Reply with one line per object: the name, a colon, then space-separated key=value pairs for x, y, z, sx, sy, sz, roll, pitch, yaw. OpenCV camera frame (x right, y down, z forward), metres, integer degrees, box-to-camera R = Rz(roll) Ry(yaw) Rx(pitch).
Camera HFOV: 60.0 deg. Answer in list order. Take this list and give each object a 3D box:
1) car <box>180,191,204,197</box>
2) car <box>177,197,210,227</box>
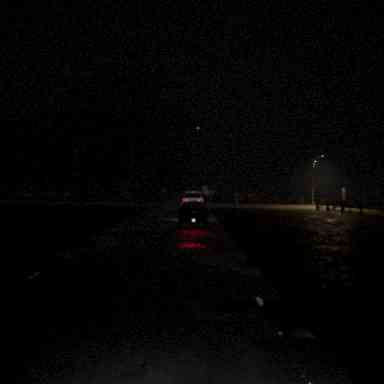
car: x=0.024 y=0.943 z=33.353 sx=2.150 sy=2.045 sz=5.566 roll=0 pitch=1 yaw=-1
car: x=0.088 y=1.333 z=21.277 sx=1.837 sy=1.490 sz=4.892 roll=0 pitch=0 yaw=0
